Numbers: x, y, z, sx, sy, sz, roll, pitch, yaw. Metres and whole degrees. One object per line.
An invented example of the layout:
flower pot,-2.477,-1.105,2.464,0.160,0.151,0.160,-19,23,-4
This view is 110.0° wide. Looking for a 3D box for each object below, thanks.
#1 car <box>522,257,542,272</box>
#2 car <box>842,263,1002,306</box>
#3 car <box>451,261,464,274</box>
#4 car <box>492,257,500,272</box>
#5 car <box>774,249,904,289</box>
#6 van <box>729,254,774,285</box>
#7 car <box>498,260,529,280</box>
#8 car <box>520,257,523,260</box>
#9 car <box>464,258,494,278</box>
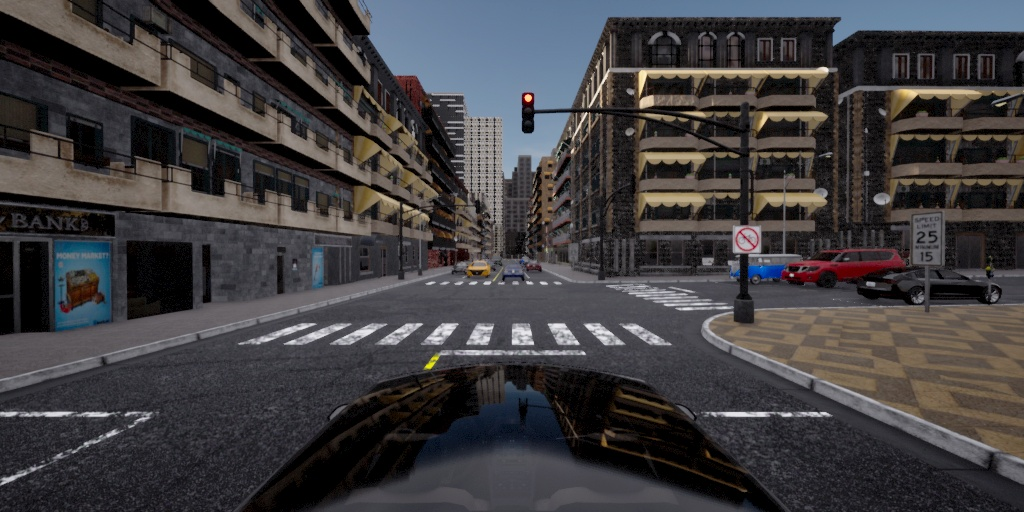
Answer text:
car,2.706,1.198,45.516,1.967,1.591,4.097,0,0,0
car,15.777,1.077,13.725,4.313,1.339,1.948,0,0,-1
car,-5.676,1.305,39.997,2.007,1.370,4.403,0,0,0
car,-3.076,1.251,47.465,2.128,1.511,4.902,0,0,0
car,17.983,0.648,19.539,5.566,2.045,2.150,-1,0,-1
van,15.662,0.782,22.104,3.998,1.789,1.690,0,0,-1
car,0.113,1.298,31.275,2.033,1.411,5.357,0,0,0
car,2.714,1.319,62.099,2.007,1.370,4.403,0,0,0
car,-3.088,1.230,34.057,1.882,1.535,5.008,0,0,0
